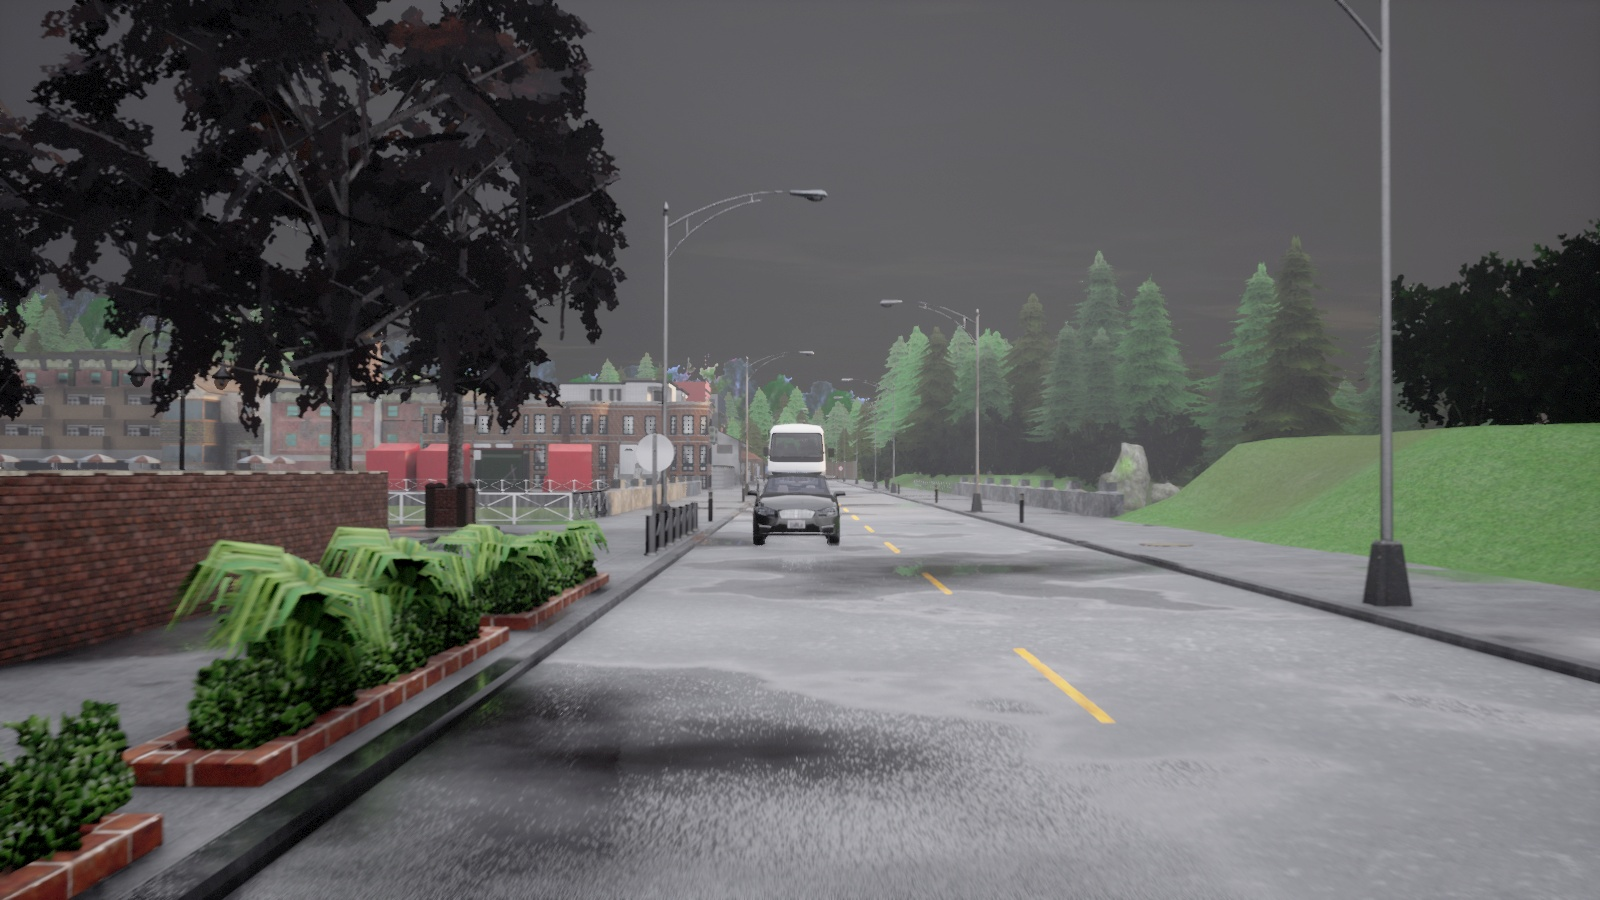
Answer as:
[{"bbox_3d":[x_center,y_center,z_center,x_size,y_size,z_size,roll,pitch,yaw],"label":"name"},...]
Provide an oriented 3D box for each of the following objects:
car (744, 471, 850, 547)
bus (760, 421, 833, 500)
[{"bbox_3d":[-0.067,1.235,27.707,2.128,1.511,4.902,0,-1,0],"label":"car"},{"bbox_3d":[-0.183,0.667,73.357,3.944,4.253,10.273,0,-1,0],"label":"bus"}]
